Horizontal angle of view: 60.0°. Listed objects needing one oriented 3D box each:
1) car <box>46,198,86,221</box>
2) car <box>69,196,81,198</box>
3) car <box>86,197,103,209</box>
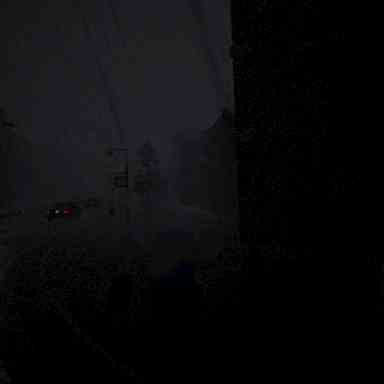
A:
[{"bbox_3d":[-10.404,1.511,27.250,2.033,1.411,5.357,-1,1,-8],"label":"car"},{"bbox_3d":[-17.398,1.330,49.206,2.128,1.511,4.902,-1,1,-8],"label":"car"},{"bbox_3d":[-12.839,1.380,43.619,1.994,1.385,4.181,-1,1,-8],"label":"car"}]
